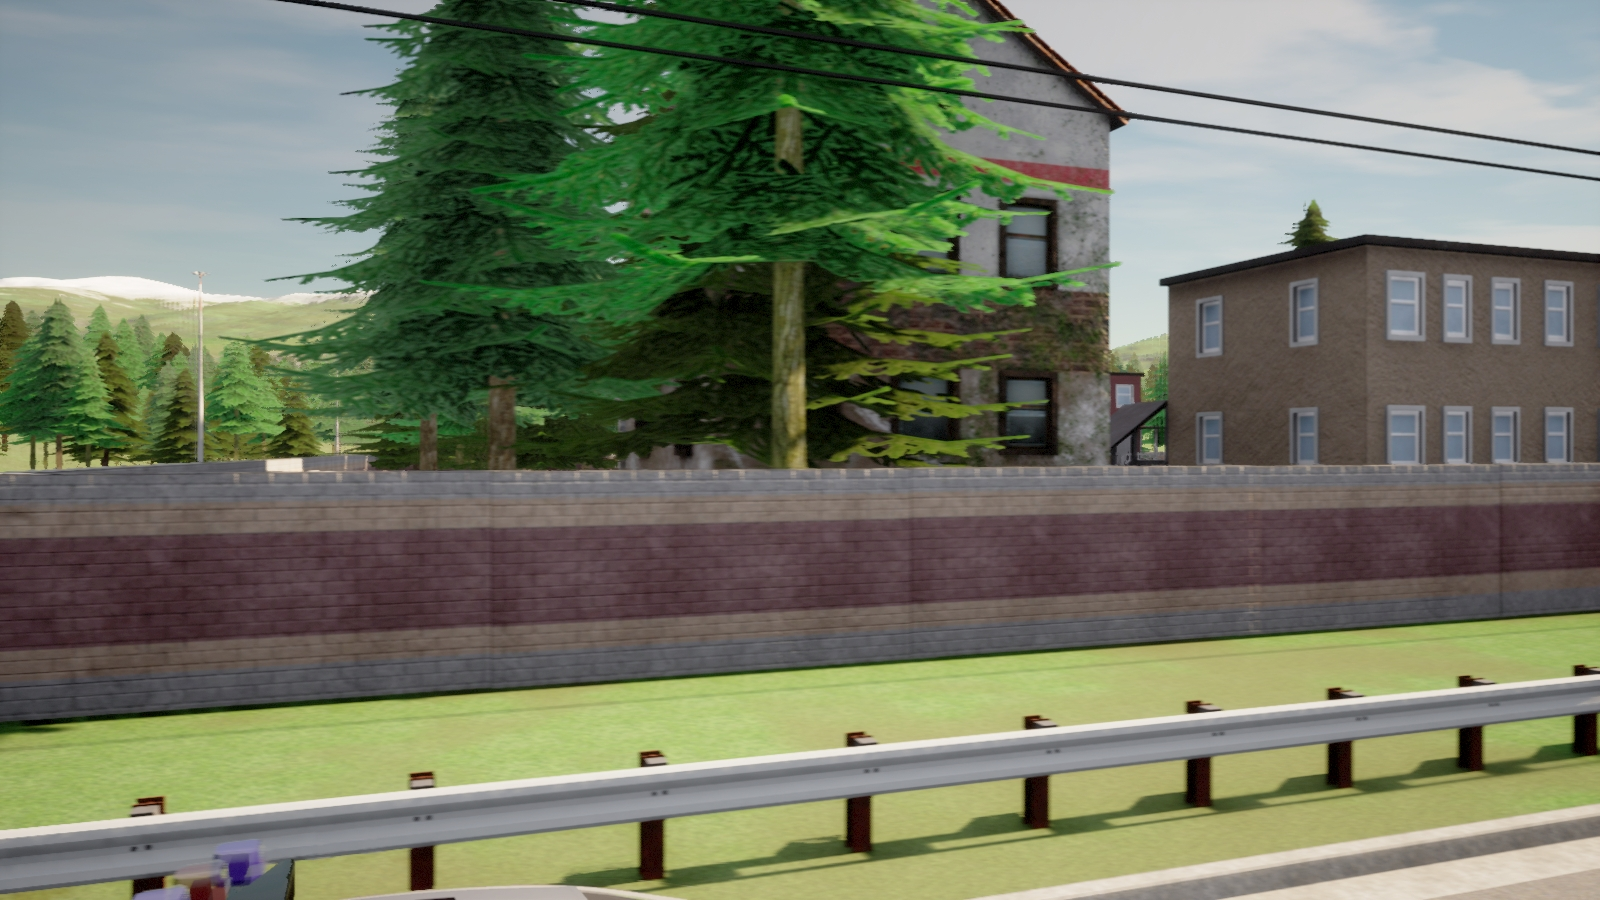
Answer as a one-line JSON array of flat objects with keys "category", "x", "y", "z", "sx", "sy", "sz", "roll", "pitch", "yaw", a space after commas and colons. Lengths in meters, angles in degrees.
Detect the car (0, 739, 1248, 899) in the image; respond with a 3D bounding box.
[{"category": "car", "x": -1.541, "y": 1.982, "z": 2.738, "sx": 5.238, "sy": 1.638, "sz": 2.097, "roll": 0, "pitch": 0, "yaw": -20}]
